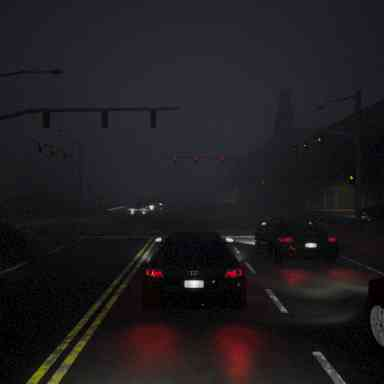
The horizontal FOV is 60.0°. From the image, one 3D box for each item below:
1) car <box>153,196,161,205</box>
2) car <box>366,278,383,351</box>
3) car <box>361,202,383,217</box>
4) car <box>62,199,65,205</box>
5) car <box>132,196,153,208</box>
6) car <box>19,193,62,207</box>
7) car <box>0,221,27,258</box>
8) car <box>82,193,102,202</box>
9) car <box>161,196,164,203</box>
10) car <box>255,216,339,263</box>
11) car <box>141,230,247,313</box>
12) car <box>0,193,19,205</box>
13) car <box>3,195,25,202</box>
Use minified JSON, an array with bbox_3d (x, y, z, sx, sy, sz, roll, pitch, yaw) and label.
[{"bbox_3d":[-7.133,1.491,57.357,2.128,1.511,4.902,0,0,2],"label":"car"},{"bbox_3d":[3.595,1.478,3.104,1.882,1.535,5.008,0,0,0],"label":"car"},{"bbox_3d":[18.678,1.547,30.863,5.357,1.411,2.033,0,0,0],"label":"car"},{"bbox_3d":[-21.516,1.156,50.363,3.866,1.878,1.905,0,0,0],"label":"car"},{"bbox_3d":[-7.316,1.478,47.806,1.882,1.535,5.008,0,0,1],"label":"car"},{"bbox_3d":[-21.566,1.153,47.469,4.605,1.855,1.932,0,0,0],"label":"car"},{"bbox_3d":[-7.060,1.564,10.497,1.994,1.385,4.181,0,0,1],"label":"car"},{"bbox_3d":[-21.581,1.156,69.986,3.866,1.878,1.905,0,0,0],"label":"car"},{"bbox_3d":[-6.828,1.526,67.465,1.812,1.442,4.674,0,0,2],"label":"car"},{"bbox_3d":[3.544,1.564,11.953,1.994,1.385,4.181,0,0,0],"label":"car"},{"bbox_3d":[0.043,1.564,7.773,1.994,1.385,4.181,0,0,0],"label":"car"},{"bbox_3d":[-39.101,1.153,69.941,4.605,1.855,1.932,0,0,0],"label":"car"},{"bbox_3d":[-39.041,1.364,72.838,3.905,1.438,1.784,0,0,0],"label":"car"}]
